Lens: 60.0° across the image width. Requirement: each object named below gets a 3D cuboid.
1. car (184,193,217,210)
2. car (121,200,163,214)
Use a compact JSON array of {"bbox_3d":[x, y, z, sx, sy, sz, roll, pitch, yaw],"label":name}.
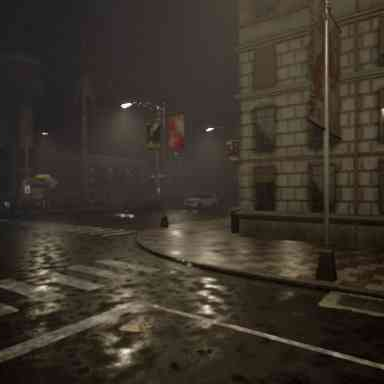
[{"bbox_3d":[1.211,1.210,44.048,2.150,2.045,5.566,0,0,37],"label":"car"},{"bbox_3d":[-5.027,1.535,35.640,2.033,1.411,5.357,0,0,36],"label":"car"}]
